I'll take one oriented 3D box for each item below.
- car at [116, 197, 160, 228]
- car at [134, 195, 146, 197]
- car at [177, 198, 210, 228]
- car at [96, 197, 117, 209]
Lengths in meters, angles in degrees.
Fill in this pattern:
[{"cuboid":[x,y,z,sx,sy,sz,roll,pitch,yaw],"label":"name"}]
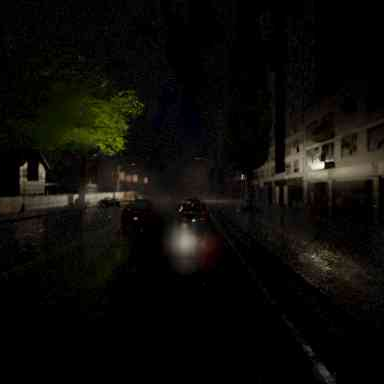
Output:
[{"cuboid":[-3.151,1.320,21.083,1.882,1.535,5.008,0,0,0],"label":"car"},{"cuboid":[-6.592,1.171,41.788,2.128,1.511,4.902,0,0,0],"label":"car"},{"cuboid":[0.100,1.338,20.624,2.128,1.511,4.902,0,0,0],"label":"car"},{"cuboid":[-9.843,1.264,39.155,1.994,1.385,4.181,0,0,0],"label":"car"}]
